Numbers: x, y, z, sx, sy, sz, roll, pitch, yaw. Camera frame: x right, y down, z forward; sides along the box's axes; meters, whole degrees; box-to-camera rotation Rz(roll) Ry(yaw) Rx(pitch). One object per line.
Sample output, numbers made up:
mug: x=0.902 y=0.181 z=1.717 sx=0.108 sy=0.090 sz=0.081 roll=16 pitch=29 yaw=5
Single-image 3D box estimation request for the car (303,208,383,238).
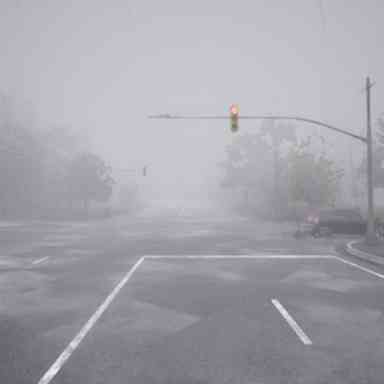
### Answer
car: x=9.068 y=1.729 z=19.693 sx=4.553 sy=1.767 sz=2.097 roll=0 pitch=-2 yaw=-1
